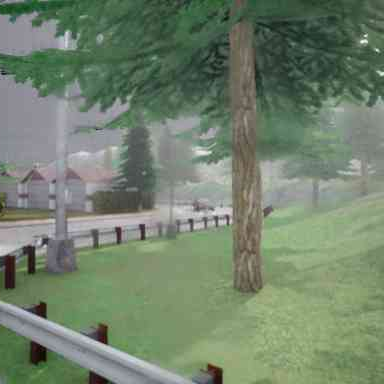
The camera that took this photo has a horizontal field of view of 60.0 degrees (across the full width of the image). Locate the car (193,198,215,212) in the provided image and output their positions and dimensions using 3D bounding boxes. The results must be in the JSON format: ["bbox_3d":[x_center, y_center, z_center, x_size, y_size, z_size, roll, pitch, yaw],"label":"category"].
[{"bbox_3d":[1.236,1.342,35.389,1.812,1.442,4.674,1,0,-7],"label":"car"}]
